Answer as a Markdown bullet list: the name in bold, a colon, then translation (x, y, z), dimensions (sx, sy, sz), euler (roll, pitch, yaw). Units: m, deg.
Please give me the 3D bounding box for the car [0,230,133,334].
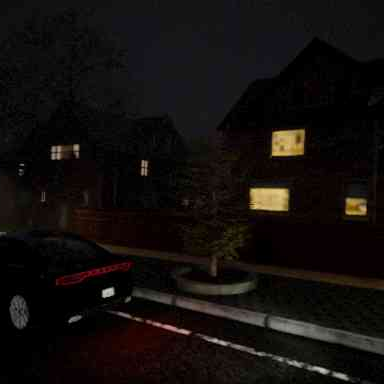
- **car**: translation (-3.477, 1.537, 6.945), dimensions (5.008, 1.535, 1.882), euler (0, -1, 33)
